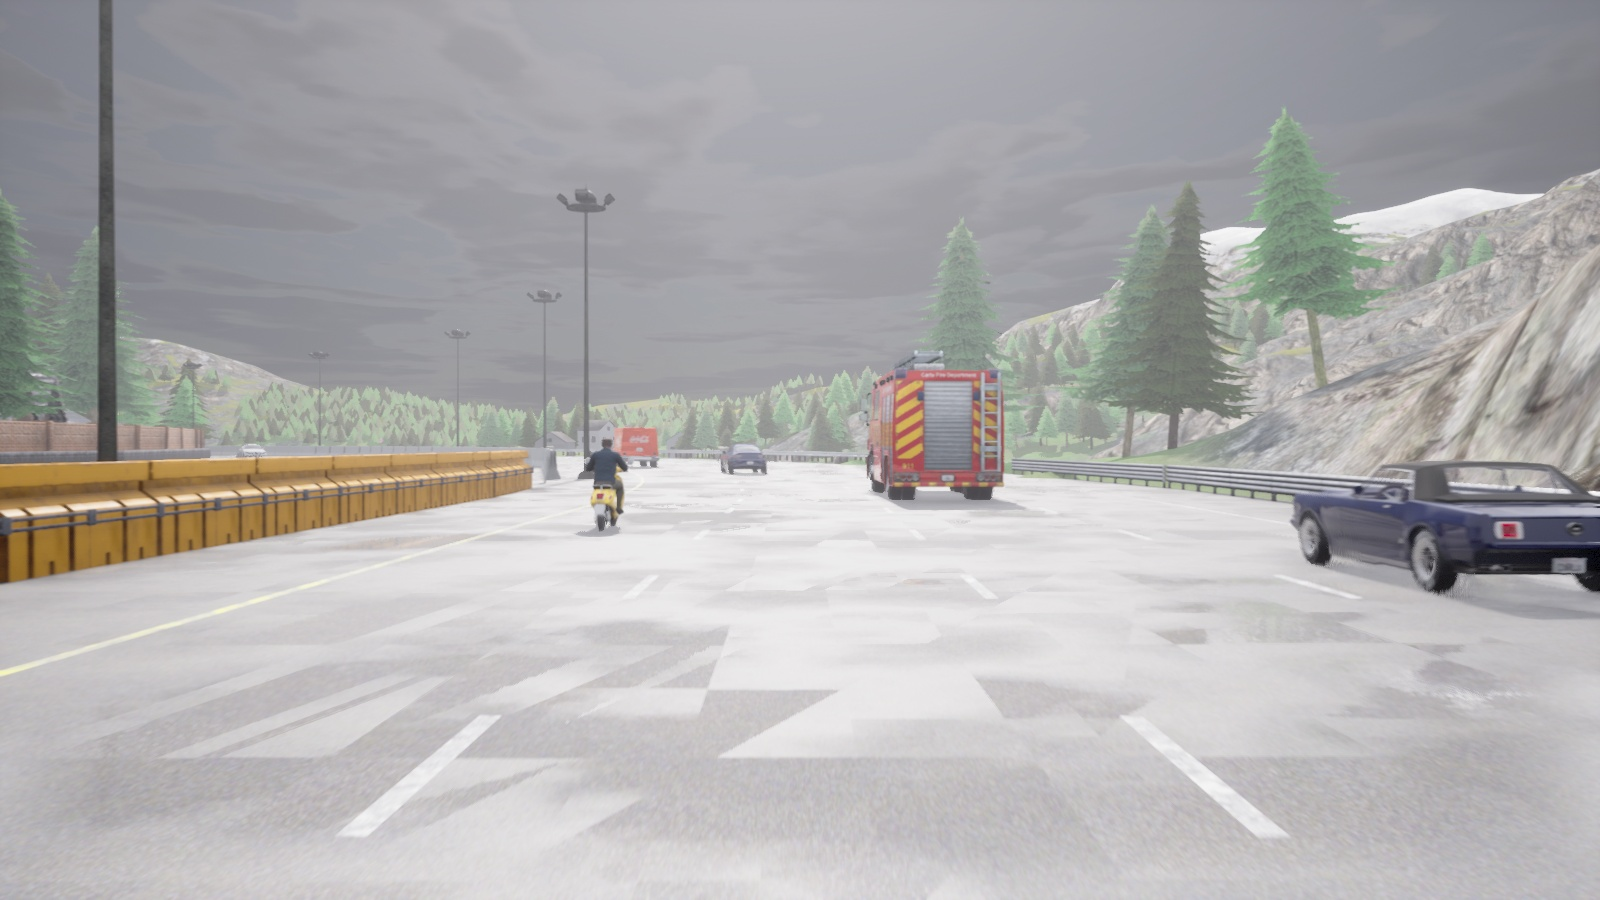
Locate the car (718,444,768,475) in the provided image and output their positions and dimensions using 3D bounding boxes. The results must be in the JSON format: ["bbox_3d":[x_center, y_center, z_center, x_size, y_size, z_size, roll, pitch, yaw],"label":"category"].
[{"bbox_3d":[-2.822,0.422,61.648,1.812,1.442,4.674,0,0,-11],"label":"car"}]

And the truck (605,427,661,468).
[{"bbox_3d":[-10.445,-0.185,77.983,2.627,2.467,5.204,0,0,-17],"label":"truck"}]

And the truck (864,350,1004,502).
[{"bbox_3d":[3.601,-0.618,35.934,2.891,3.827,8.468,0,0,-1],"label":"truck"}]

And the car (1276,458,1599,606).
[{"bbox_3d":[7.104,0.774,13.914,1.895,1.301,4.718,0,0,0],"label":"car"}]

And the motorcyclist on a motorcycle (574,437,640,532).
[{"bbox_3d":[-3.340,0.574,21.925,0.866,1.590,1.817,0,0,0],"label":"motorcyclist on a motorcycle"}]
